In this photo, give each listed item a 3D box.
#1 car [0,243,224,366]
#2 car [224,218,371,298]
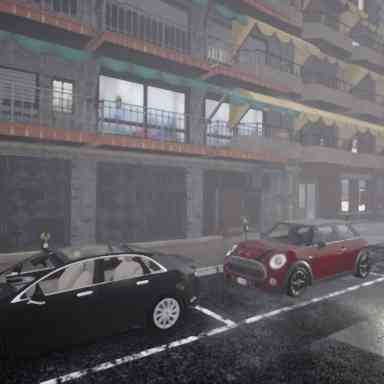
[{"bbox_3d":[-1.880,1.551,5.201,4.403,1.369,2.008,0,1,-35],"label":"car"},{"bbox_3d":[2.729,1.441,8.472,4.097,1.590,1.967,0,1,-35],"label":"car"}]
